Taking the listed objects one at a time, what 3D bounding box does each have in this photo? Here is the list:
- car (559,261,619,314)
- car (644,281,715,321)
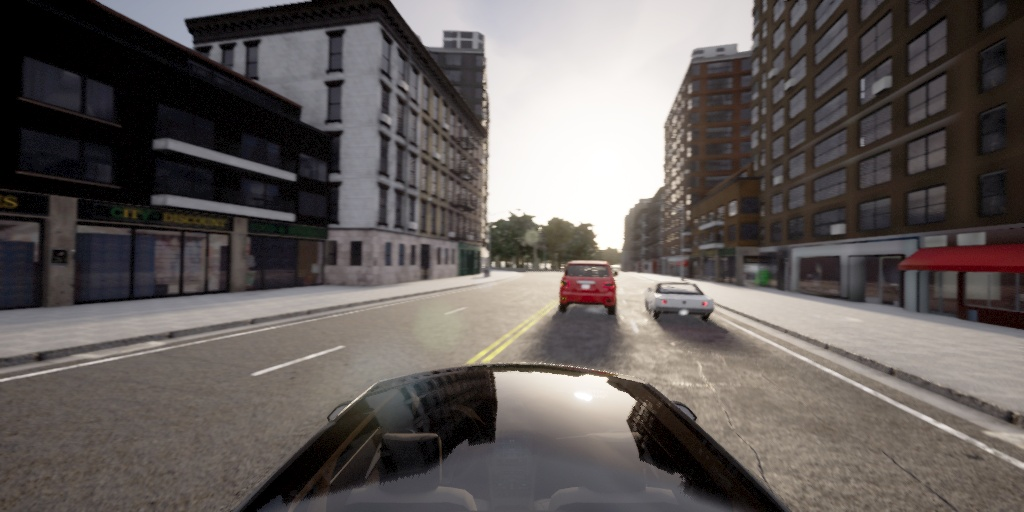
[{"bbox_3d":[3.364,1.232,15.513,2.150,2.045,5.566,1,0,15],"label":"car"},{"bbox_3d":[6.365,1.647,14.196,1.895,1.301,4.718,1,-1,15],"label":"car"}]
